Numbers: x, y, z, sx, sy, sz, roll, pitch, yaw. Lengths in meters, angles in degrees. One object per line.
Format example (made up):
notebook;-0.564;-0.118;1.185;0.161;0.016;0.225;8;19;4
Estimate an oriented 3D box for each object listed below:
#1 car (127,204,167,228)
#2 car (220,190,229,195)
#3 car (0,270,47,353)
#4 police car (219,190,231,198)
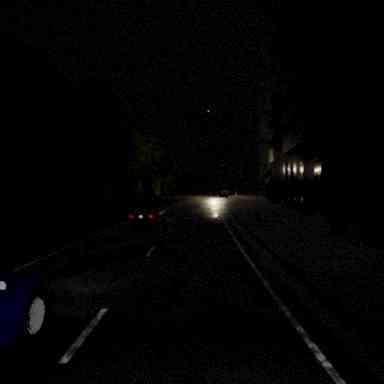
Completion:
car;-2.859;1.467;21.856;2.033;1.411;5.357;0;1;3
car;9.222;0.163;94.253;1.882;1.535;5.008;0;1;11
car;-3.353;1.500;3.559;1.882;1.535;5.008;0;0;0
police car;7.139;0.533;75.135;1.930;1.638;5.238;0;1;9
